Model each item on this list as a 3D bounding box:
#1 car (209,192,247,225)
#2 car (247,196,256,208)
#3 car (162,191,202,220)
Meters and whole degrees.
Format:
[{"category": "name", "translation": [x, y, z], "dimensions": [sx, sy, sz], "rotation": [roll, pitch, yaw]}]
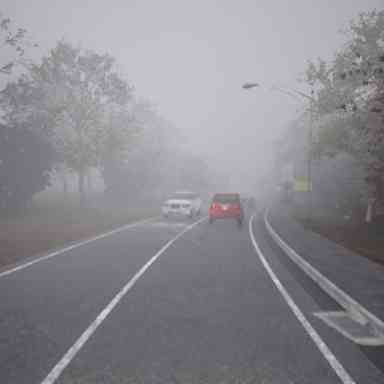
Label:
[{"category": "car", "translation": [2.477, 1.052, 22.954], "dimensions": [2.150, 2.045, 5.566], "rotation": [1, 1, 10]}, {"category": "car", "translation": [6.911, 1.208, 41.530], "dimensions": [2.128, 1.511, 4.902], "rotation": [1, 1, 15]}, {"category": "car", "translation": [-0.654, 0.958, 26.255], "dimensions": [2.150, 2.045, 5.566], "rotation": [1, 1, 12]}]
